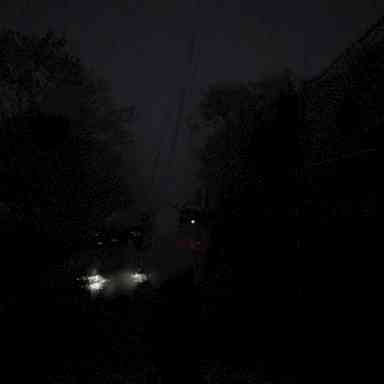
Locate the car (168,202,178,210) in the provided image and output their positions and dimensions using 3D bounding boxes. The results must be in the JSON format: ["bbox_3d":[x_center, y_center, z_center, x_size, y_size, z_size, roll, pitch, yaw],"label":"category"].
[{"bbox_3d":[-3.047,2.337,56.425,2.033,1.411,5.357,0,-2,0],"label":"car"}]

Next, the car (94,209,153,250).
[{"bbox_3d":[-2.870,1.530,14.791,1.882,1.535,5.008,0,0,0],"label":"car"}]

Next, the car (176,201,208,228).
[{"bbox_3d":[0.054,1.639,23.431,1.837,1.490,4.892,0,0,0],"label":"car"}]
